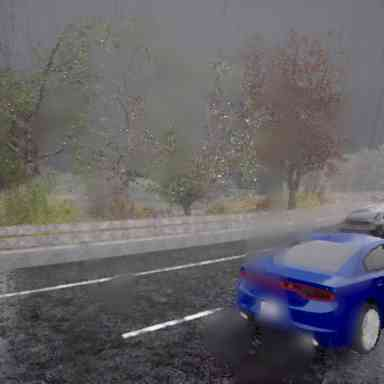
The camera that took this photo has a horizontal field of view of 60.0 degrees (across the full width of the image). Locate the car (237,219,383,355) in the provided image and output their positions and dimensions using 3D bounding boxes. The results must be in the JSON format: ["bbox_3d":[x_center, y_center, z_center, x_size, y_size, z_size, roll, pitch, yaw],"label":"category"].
[{"bbox_3d":[3.030,1.519,6.283,5.008,1.535,1.882,0,0,-39],"label":"car"}]

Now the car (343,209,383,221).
[{"bbox_3d":[8.907,1.611,16.268,4.892,1.490,1.837,0,0,-44],"label":"car"}]
